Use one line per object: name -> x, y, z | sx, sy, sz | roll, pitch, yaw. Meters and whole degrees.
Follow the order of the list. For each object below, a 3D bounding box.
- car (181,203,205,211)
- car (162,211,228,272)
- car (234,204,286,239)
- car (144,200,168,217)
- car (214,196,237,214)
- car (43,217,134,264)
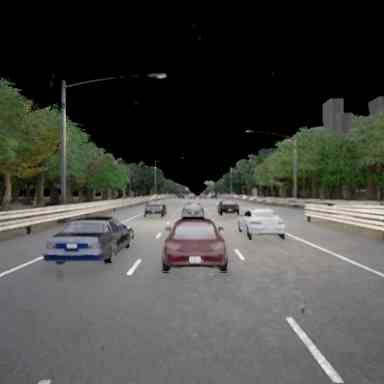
car -> 0.088, 1.607, 26.924 | 2.033, 1.411, 5.357 | 0, 0, 0
car -> 0.084, 1.570, 10.786 | 1.812, 1.442, 4.674 | 0, 0, 0
car -> 3.590, 1.586, 17.564 | 1.812, 1.442, 4.674 | 0, 0, 0
car -> -3.415, 1.541, 31.995 | 2.128, 1.511, 4.902 | 0, 0, 0
car -> 3.585, 1.524, 33.527 | 1.882, 1.535, 5.008 | 0, 0, 0
car -> -3.411, 1.595, 11.964 | 2.033, 1.411, 5.357 | 0, 0, 0
